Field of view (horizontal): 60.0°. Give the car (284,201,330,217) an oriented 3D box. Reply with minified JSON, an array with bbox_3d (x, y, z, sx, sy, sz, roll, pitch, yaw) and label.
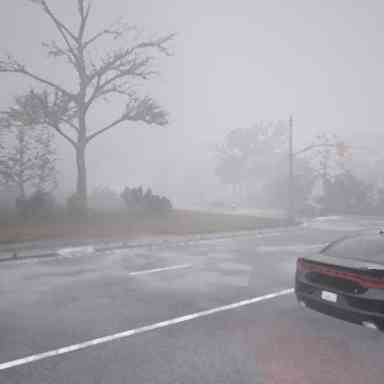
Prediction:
[{"bbox_3d":[10.644,1.541,31.070,1.994,1.385,4.181,0,0,-31],"label":"car"}]

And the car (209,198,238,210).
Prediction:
[{"bbox_3d":[4.027,1.499,42.847,2.128,1.511,4.902,0,0,-28],"label":"car"}]

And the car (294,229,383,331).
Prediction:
[{"bbox_3d":[4.175,1.472,6.596,5.008,1.535,1.882,0,0,-35],"label":"car"}]
